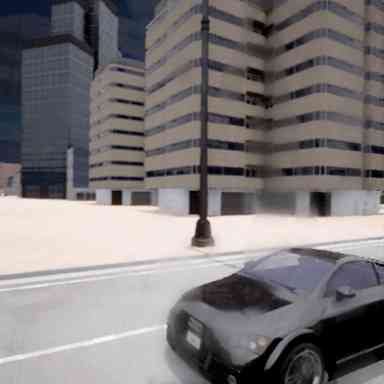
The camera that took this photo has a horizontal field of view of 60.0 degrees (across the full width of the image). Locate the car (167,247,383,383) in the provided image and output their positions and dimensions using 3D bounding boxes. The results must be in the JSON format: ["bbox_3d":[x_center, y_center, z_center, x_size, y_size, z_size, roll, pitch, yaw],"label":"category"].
[{"bbox_3d":[1.744,1.578,4.924,4.181,1.385,1.994,1,0,-30],"label":"car"}]
